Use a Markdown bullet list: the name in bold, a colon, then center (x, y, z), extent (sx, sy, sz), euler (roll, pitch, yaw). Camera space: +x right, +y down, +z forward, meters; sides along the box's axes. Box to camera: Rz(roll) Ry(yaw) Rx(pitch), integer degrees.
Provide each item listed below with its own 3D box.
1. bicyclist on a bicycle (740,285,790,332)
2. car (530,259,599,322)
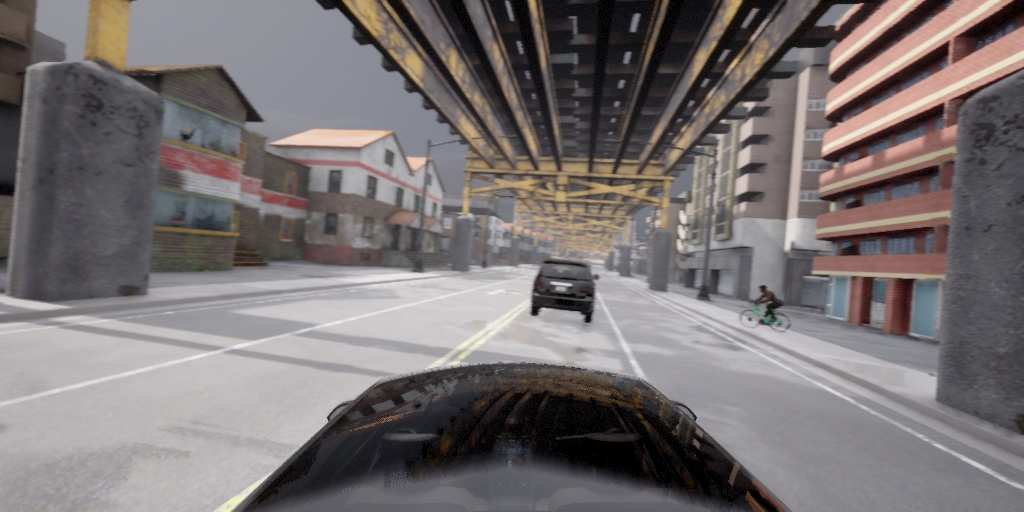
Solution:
- **bicyclist on a bicycle**: center (9.169, 1.893, 12.949), extent (1.656, 1.620, 0.582), euler (6, 0, 11)
- **car**: center (2.131, 1.197, 13.964), extent (2.150, 2.045, 5.566), euler (5, 0, 13)
